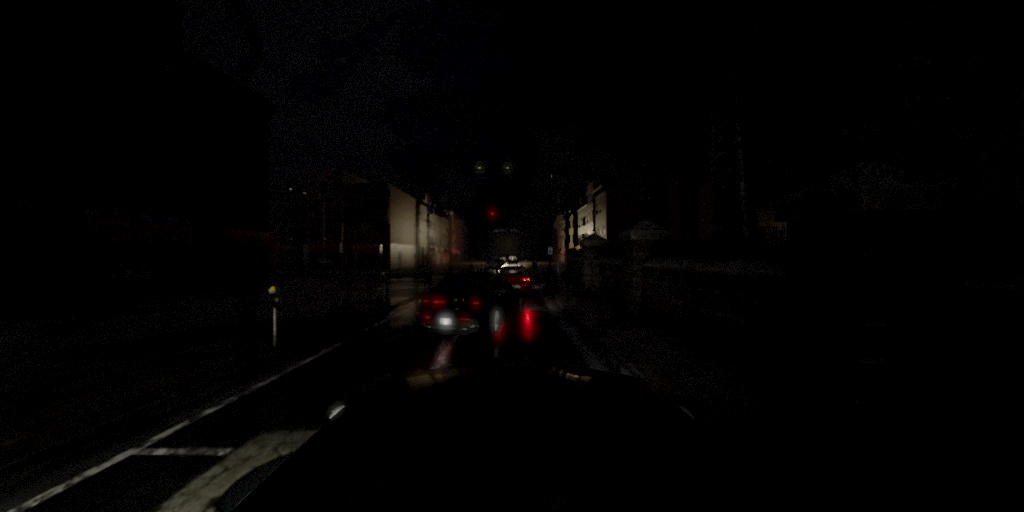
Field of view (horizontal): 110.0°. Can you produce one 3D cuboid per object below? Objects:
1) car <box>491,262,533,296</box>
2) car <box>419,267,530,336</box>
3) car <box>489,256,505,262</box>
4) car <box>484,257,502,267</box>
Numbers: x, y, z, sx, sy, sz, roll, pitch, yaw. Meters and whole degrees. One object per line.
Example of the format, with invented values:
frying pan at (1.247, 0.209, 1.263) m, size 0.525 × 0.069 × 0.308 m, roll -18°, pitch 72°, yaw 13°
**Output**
car at (0.087, 1.222, 18.627) m, size 1.812 × 1.442 × 4.674 m, roll 0°, pitch 0°, yaw 1°
car at (-0.932, 1.226, 10.462) m, size 1.837 × 1.490 × 4.892 m, roll 0°, pitch 0°, yaw 14°
car at (-2.529, 0.917, 50.436) m, size 2.192 × 1.841 × 5.009 m, roll 0°, pitch 0°, yaw 0°
car at (-2.542, 1.143, 44.814) m, size 1.751 × 1.417 × 4.829 m, roll 0°, pitch 0°, yaw 0°
